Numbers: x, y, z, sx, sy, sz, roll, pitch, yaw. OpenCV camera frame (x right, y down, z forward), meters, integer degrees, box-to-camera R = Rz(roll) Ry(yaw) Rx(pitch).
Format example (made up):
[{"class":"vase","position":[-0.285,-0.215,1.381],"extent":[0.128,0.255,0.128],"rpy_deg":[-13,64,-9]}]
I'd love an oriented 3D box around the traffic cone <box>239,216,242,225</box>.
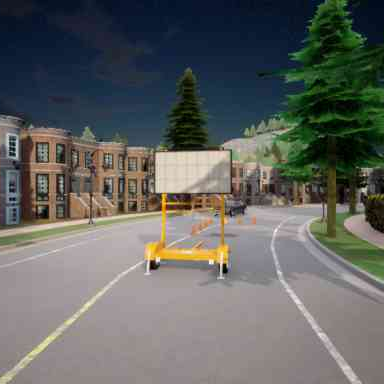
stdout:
[{"class":"traffic cone","position":[3.263,1.954,22.789],"extent":[0.340,0.580,0.340],"rpy_deg":[0,0,12]}]

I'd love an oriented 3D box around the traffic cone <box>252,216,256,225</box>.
[{"class":"traffic cone","position":[4.240,1.955,22.582],"extent":[0.340,0.580,0.340],"rpy_deg":[0,0,12]}]

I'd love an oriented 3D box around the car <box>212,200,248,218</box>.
[{"class":"car","position":[3.600,1.505,30.800],"extent":[1.837,1.490,4.892],"rpy_deg":[-1,0,31]}]

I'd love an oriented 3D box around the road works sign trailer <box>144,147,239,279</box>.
[{"class":"road works sign trailer","position":[0.057,0.464,10.180],"extent":[2.380,3.560,2.880],"rpy_deg":[0,0,12]}]
